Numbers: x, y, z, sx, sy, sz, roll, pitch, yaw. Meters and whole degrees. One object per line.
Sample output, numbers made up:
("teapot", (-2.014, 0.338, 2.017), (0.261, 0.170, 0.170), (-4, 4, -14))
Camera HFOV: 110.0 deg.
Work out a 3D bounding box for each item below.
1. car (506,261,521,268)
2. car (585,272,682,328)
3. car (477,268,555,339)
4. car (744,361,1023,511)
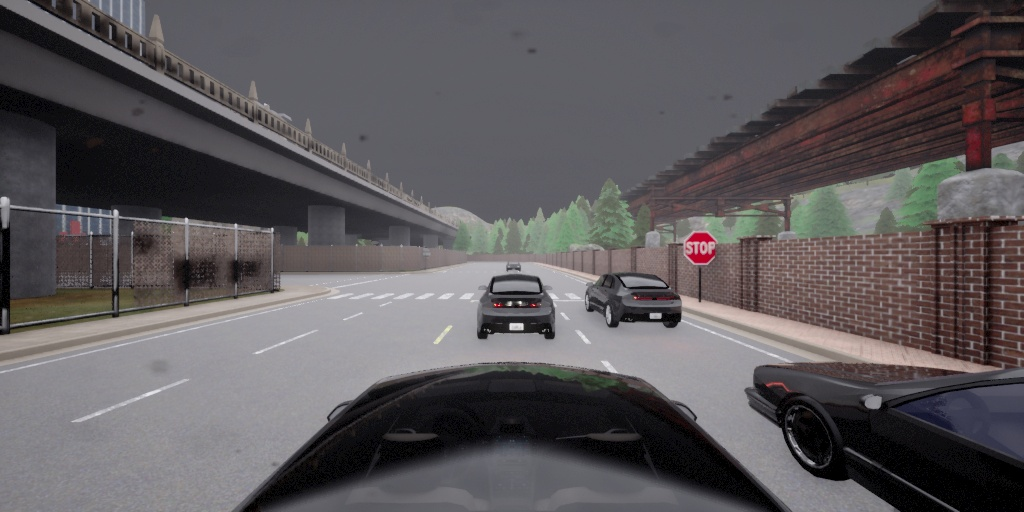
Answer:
("car", (0.184, 1.351, 46.316), (1.895, 1.301, 4.718), (0, 0, -1))
("car", (3.600, 1.255, 11.393), (1.837, 1.490, 4.892), (0, 0, 0))
("car", (0.099, 1.255, 10.034), (1.837, 1.490, 4.892), (0, 0, 0))
("car", (3.600, 1.297, 1.647), (2.033, 1.411, 5.357), (0, 0, 0))
